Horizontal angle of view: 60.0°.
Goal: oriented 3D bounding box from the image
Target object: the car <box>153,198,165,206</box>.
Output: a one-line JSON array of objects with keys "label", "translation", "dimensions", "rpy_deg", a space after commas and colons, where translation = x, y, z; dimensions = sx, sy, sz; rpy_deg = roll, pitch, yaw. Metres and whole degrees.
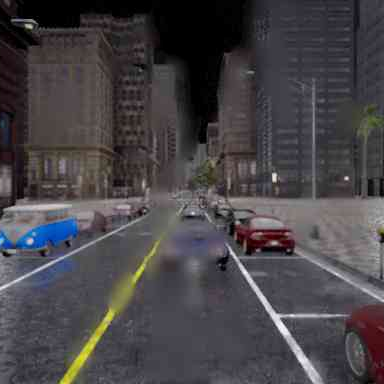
[{"label": "car", "translation": [-5.755, 1.718, 58.581], "dimensions": [1.802, 1.307, 4.206], "rpy_deg": [0, 0, 0]}]

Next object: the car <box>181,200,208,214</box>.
[{"label": "car", "translation": [0.088, 1.656, 28.266], "dimensions": [1.994, 1.385, 4.181], "rpy_deg": [0, 0, 0]}]

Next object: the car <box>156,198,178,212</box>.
[{"label": "car", "translation": [-3.089, 1.724, 41.466], "dimensions": [1.895, 1.301, 4.718], "rpy_deg": [0, 0, 0]}]

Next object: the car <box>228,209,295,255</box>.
[{"label": "car", "translation": [2.765, 1.589, 13.410], "dimensions": [1.887, 1.381, 4.507], "rpy_deg": [0, 0, 0]}]

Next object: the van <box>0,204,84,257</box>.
[{"label": "van", "translation": [-5.760, 1.383, 12.748], "dimensions": [1.690, 1.788, 3.998], "rpy_deg": [0, 0, 0]}]

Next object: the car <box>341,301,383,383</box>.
[{"label": "car", "translation": [2.764, 1.591, 2.612], "dimensions": [1.802, 1.307, 4.206], "rpy_deg": [0, 0, 0]}]

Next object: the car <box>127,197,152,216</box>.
[{"label": "car", "translation": [-5.758, 1.423, 33.951], "dimensions": [2.192, 1.841, 5.009], "rpy_deg": [0, 0, 0]}]

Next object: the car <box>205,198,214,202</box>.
[{"label": "car", "translation": [2.768, 1.703, 40.408], "dimensions": [1.802, 1.307, 4.206], "rpy_deg": [0, 0, 0]}]

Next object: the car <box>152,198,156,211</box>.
[{"label": "car", "translation": [-5.757, 1.559, 39.253], "dimensions": [1.967, 1.590, 4.097], "rpy_deg": [0, 0, 0]}]

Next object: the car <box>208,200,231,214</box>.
[{"label": "car", "translation": [2.766, 1.662, 29.609], "dimensions": [1.947, 1.339, 4.313], "rpy_deg": [0, 0, 0]}]

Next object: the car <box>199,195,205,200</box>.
[{"label": "car", "translation": [2.770, 1.702, 58.575], "dimensions": [1.947, 1.339, 4.313], "rpy_deg": [0, 0, 0]}]

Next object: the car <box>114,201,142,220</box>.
[{"label": "car", "translation": [-5.759, 1.675, 28.650], "dimensions": [1.802, 1.307, 4.206], "rpy_deg": [0, 0, 0]}]

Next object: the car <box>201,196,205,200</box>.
[{"label": "car", "translation": [2.769, 1.700, 51.210], "dimensions": [1.947, 1.339, 4.313], "rpy_deg": [0, 0, 0]}]

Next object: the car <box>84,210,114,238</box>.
[{"label": "car", "translation": [-5.760, 1.642, 18.048], "dimensions": [1.802, 1.307, 4.206], "rpy_deg": [0, 0, 0]}]

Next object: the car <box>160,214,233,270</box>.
[{"label": "car", "translation": [0.082, 1.638, 11.113], "dimensions": [1.895, 1.301, 4.718], "rpy_deg": [0, 0, 0]}]

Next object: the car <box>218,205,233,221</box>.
[{"label": "car", "translation": [2.765, 1.628, 18.809], "dimensions": [1.947, 1.339, 4.313], "rpy_deg": [0, 0, 0]}]
